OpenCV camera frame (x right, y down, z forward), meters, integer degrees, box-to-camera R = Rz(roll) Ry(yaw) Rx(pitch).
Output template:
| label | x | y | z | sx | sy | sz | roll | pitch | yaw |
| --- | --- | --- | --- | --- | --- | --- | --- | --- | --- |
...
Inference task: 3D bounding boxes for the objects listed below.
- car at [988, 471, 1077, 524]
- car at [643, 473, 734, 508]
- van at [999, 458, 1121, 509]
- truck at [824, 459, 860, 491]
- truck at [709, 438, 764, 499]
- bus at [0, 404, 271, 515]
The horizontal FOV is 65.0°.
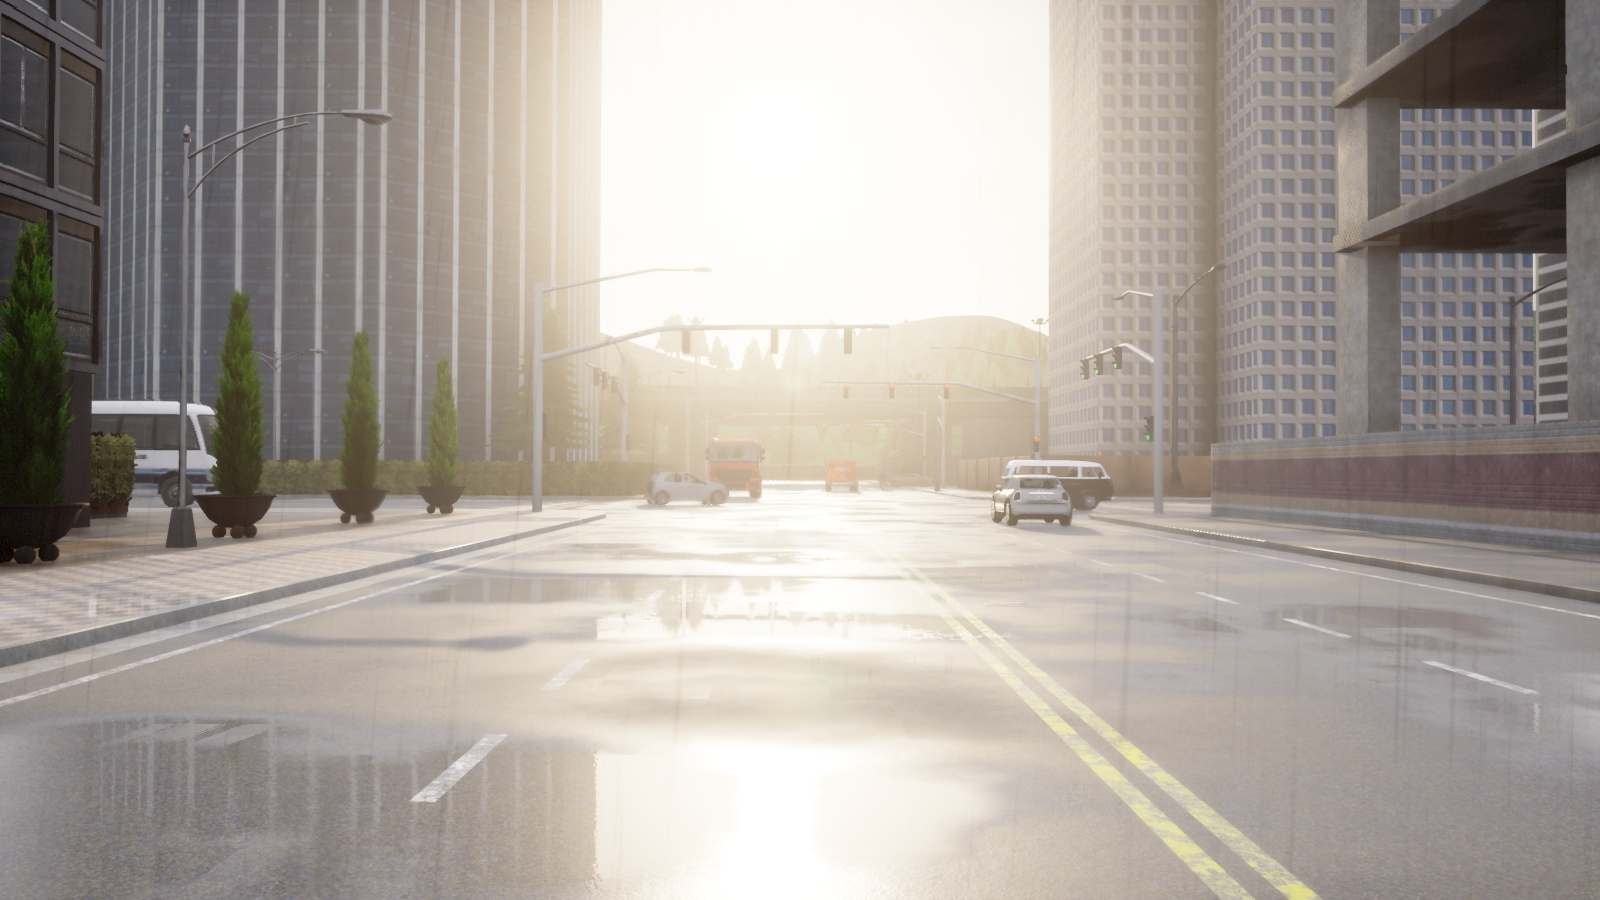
| label | x | y | z | sx | sy | sz | roll | pitch | yaw |
| --- | --- | --- | --- | --- | --- | --- | --- | --- | --- |
| car | 6.904 | 1.383 | 37.640 | 1.970 | 1.475 | 3.806 | 0 | -1 | 0 |
| car | -4.928 | 1.780 | 55.608 | 3.633 | 1.501 | 1.845 | 0 | -1 | -22 |
| van | 10.483 | 1.348 | 50.876 | 4.480 | 2.038 | 2.069 | 0 | -1 | -1 |
| truck | 3.248 | 1.956 | 97.989 | 2.627 | 2.467 | 5.204 | 0 | -1 | 0 |
| truck | -3.695 | 1.100 | 74.778 | 2.891 | 3.462 | 7.936 | 0 | -1 | 0 |
| bus | -27.197 | 0.390 | 50.344 | 10.273 | 4.253 | 3.944 | 0 | -1 | -1 |
